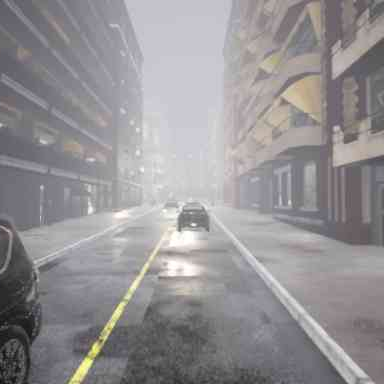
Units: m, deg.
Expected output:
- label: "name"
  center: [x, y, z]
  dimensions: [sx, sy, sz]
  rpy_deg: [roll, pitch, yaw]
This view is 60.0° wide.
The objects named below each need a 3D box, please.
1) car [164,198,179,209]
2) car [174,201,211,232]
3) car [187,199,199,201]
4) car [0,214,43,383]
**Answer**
- label: "car"
  center: [-2.781, 1.561, 46.640]
  dimensions: [1.882, 1.535, 5.008]
  rpy_deg: [0, 0, 0]
- label: "car"
  center: [0.088, 1.521, 20.420]
  dimensions: [1.837, 1.490, 4.892]
  rpy_deg: [0, 0, 0]
- label: "car"
  center: [0.073, 1.539, 40.224]
  dimensions: [2.128, 1.511, 4.902]
  rpy_deg: [0, 0, 0]
- label: "car"
  center: [-2.851, 1.222, 1.742]
  dimensions: [2.150, 2.045, 5.566]
  rpy_deg: [0, 0, 0]
